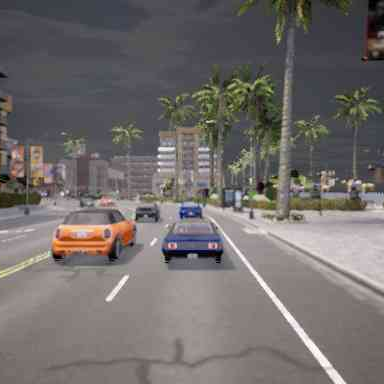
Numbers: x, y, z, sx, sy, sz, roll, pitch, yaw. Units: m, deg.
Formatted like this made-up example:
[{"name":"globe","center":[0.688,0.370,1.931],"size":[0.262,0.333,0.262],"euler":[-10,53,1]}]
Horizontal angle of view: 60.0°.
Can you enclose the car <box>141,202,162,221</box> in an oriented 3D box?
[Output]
[{"name":"car","center":[-3.642,1.569,27.723],"size":[1.837,1.490,4.892],"euler":[0,0,-3]}]

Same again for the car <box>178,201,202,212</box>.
[{"name":"car","center":[-0.200,1.543,28.852],"size":[1.882,1.535,5.008],"euler":[0,0,-3]}]

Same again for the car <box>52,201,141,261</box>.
[{"name":"car","center":[-3.452,1.380,12.615],"size":[2.097,1.767,4.553],"euler":[0,0,0]}]

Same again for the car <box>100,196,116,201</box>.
[{"name":"car","center":[-13.654,1.475,54.124],"size":[2.097,1.767,4.553],"euler":[0,0,-24]}]

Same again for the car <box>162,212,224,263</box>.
[{"name":"car","center":[0.043,1.628,12.093],"size":[1.895,1.301,4.718],"euler":[0,0,1]}]

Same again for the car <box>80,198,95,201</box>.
[{"name":"car","center":[-15.995,1.606,50.834],"size":[2.128,1.511,4.902],"euler":[0,0,-23]}]
